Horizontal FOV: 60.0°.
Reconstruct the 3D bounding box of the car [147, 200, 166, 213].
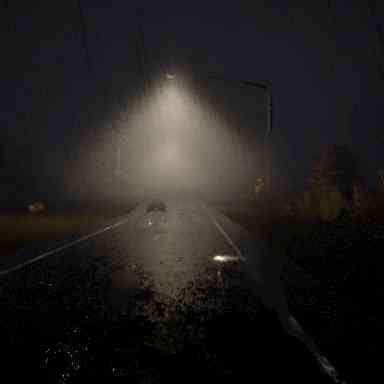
[{"bbox_3d":[-3.864,1.599,36.814,1.994,1.385,4.181,0,0,-3],"label":"car"}]
